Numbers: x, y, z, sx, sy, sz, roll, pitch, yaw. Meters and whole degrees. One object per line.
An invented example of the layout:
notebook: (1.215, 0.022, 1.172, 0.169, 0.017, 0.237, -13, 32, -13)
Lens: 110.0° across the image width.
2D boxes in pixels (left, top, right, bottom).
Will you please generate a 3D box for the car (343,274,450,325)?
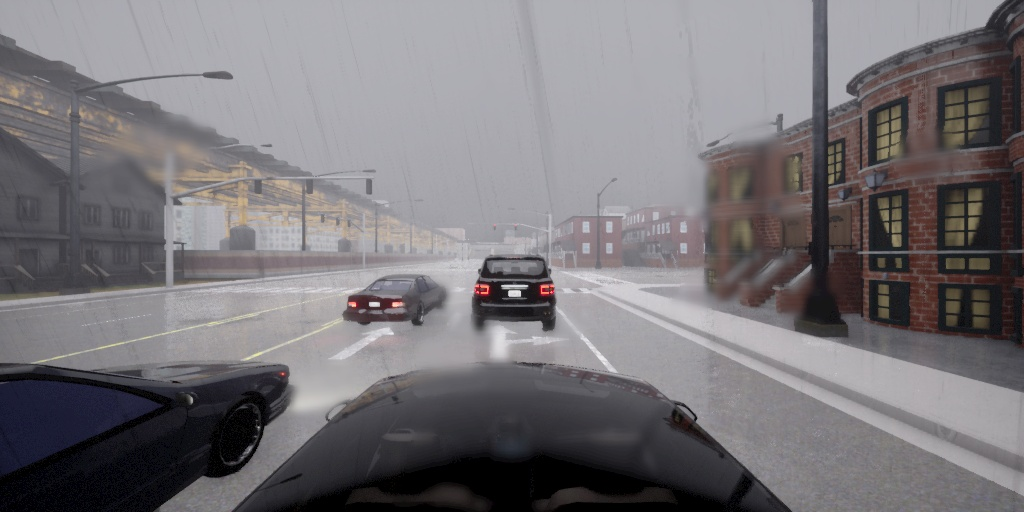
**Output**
car: (-3.443, 1.297, 11.757, 2.033, 1.411, 5.357, 0, 0, 2)

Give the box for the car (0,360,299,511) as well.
car: (-3.388, 1.297, 1.685, 2.033, 1.411, 5.357, 0, 0, -1)

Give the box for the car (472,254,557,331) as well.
car: (0.082, 0.971, 11.076, 2.150, 2.045, 5.566, 0, 0, 0)
